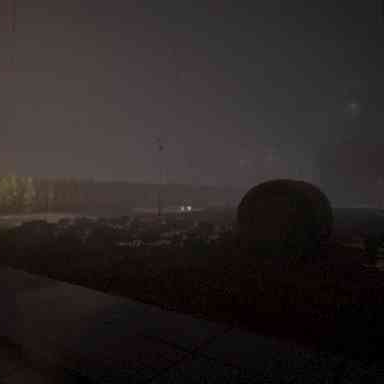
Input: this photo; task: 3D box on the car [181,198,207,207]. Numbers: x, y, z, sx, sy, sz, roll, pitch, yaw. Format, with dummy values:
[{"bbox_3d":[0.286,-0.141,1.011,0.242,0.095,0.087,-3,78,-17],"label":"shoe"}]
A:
[{"bbox_3d":[0.457,1.646,53.714,2.033,1.411,5.357,0,0,33],"label":"car"}]
